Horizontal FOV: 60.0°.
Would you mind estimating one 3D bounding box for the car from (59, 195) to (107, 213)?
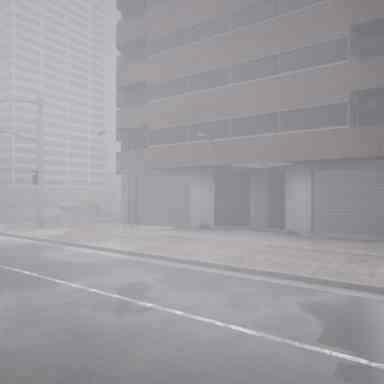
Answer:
[{"bbox_3d":[-12.493,1.477,37.427,1.882,1.535,5.008,0,0,35],"label":"car"}]
